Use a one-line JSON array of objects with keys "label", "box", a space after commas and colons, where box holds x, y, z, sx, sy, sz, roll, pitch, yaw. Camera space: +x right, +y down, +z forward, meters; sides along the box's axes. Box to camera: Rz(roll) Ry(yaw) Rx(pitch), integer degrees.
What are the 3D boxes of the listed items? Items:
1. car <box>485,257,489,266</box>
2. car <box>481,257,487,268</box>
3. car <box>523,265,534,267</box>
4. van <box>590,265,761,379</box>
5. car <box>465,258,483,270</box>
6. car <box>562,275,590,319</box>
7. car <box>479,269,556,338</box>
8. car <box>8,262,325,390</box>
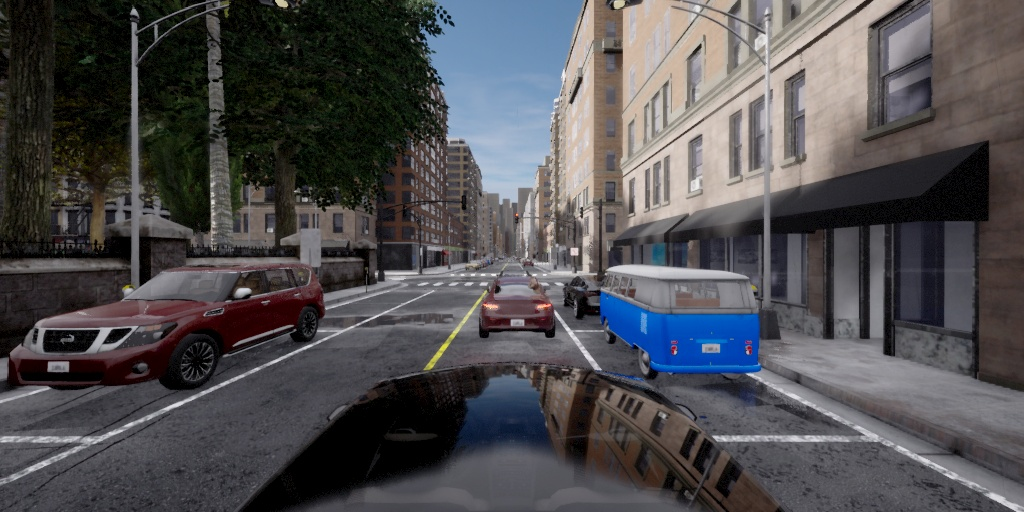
[{"label": "car", "box": [-5.510, 1.266, 61.579, 1.888, 1.381, 4.507, 0, 0, 0]}, {"label": "car", "box": [-5.524, 1.272, 56.128, 2.007, 1.370, 4.403, 0, 0, 0]}, {"label": "car", "box": [0.121, 1.345, 18.870, 1.895, 1.301, 4.718, 0, 0, -1]}, {"label": "van", "box": [2.870, 1.090, 7.006, 1.690, 1.789, 3.998, 0, 0, 0]}, {"label": "car", "box": [-5.539, 1.249, 50.508, 1.751, 1.417, 4.829, 0, 0, 0]}, {"label": "car", "box": [2.886, 1.313, 12.667, 1.948, 1.339, 4.313, 0, 0, 0]}, {"label": "car", "box": [0.127, 1.274, 10.048, 1.812, 1.442, 4.674, 0, 0, 0]}, {"label": "car", "box": [-5.654, 1.064, 6.989, 2.192, 1.841, 5.009, 0, 0, 0]}]
